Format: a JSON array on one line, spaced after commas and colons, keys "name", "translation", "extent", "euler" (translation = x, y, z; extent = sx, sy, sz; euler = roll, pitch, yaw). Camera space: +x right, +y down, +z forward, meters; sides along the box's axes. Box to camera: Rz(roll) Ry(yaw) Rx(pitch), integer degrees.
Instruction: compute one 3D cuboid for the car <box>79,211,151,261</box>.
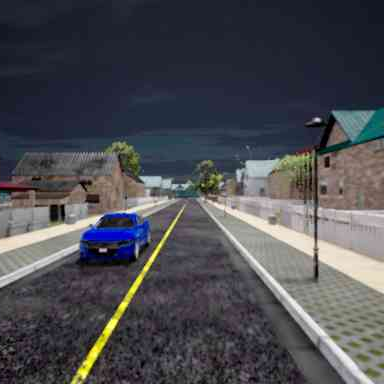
[{"name": "car", "translation": [-2.753, 1.543, 12.782], "extent": [1.882, 1.535, 5.008], "euler": [0, 0, 0]}]
